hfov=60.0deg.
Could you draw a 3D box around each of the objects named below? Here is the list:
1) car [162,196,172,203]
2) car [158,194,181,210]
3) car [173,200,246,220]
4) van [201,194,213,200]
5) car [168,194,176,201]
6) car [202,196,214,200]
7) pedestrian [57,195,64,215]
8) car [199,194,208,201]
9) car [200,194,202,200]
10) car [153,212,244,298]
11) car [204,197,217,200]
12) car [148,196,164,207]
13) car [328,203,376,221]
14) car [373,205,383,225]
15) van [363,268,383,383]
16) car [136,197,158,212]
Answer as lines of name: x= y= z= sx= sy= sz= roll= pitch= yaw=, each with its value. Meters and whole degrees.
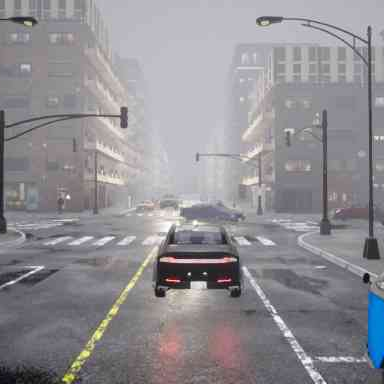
car: x=-5.456 y=1.577 z=73.860 sx=1.887 sy=1.381 sz=4.507 roll=1 pitch=0 yaw=0
car: x=-2.968 y=1.240 z=44.250 sx=2.150 sy=2.045 sz=5.566 roll=0 pitch=0 yaw=0
car: x=1.387 y=1.556 z=25.113 sx=5.357 sy=1.411 sz=2.033 roll=0 pitch=0 yaw=42
van: x=2.877 y=1.364 z=56.906 sx=1.690 sy=1.788 sz=3.998 roll=1 pitch=0 yaw=0
car: x=-5.404 y=1.483 z=90.788 sx=1.967 sy=1.590 sz=4.097 roll=1 pitch=0 yaw=0
car: x=2.839 y=1.568 z=45.622 sx=2.008 sy=1.369 sz=4.403 roll=1 pitch=0 yaw=0
pedestrian: x=-12.445 y=1.218 z=31.466 sx=0.375 sy=1.860 sz=0.375 roll=0 pitch=-1 yaw=1
car: x=2.961 y=1.354 z=85.119 sx=2.192 sy=1.841 sz=5.009 roll=1 pitch=0 yaw=0
car: x=2.908 y=1.554 z=68.362 sx=1.752 sy=1.417 sz=4.829 roll=1 pitch=0 yaw=0
car: x=0.126 y=1.494 z=8.523 sx=2.128 sy=1.511 sz=4.902 roll=0 pitch=0 yaw=0
car: x=2.822 y=1.581 z=39.979 sx=1.947 sy=1.339 sz=4.313 roll=1 pitch=0 yaw=0
car: x=-5.522 y=1.460 z=51.289 sx=1.967 sy=1.590 sz=4.097 roll=1 pitch=0 yaw=0
car: x=13.726 y=1.609 z=28.131 sx=4.097 sy=1.590 sz=1.967 roll=0 pitch=-1 yaw=1
car: x=13.597 y=1.583 z=19.750 sx=4.313 sy=1.339 sz=1.947 roll=0 pitch=-1 yaw=1
van: x=2.680 y=1.342 z=2.033 sx=1.690 sy=1.788 sz=3.998 roll=1 pitch=0 yaw=0
car: x=-5.557 y=1.540 z=39.834 sx=1.752 sy=1.417 sz=4.829 roll=1 pitch=0 yaw=0
